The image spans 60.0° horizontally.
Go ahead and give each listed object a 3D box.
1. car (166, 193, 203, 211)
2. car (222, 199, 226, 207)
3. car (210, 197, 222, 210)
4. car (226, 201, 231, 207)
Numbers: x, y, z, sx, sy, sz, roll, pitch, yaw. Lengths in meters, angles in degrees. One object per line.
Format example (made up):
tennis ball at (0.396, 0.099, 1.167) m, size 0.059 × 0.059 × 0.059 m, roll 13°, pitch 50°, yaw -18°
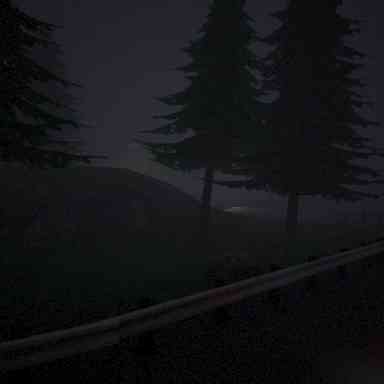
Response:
car at (-0.860, 1.335, 39.731) m, size 4.553 × 1.767 × 2.097 m, roll 0°, pitch 0°, yaw 36°
car at (1.402, 1.199, 46.730) m, size 5.566 × 2.045 × 2.150 m, roll 0°, pitch 0°, yaw 36°
car at (1.010, 1.510, 42.697) m, size 4.674 × 1.442 × 1.812 m, roll 0°, pitch 0°, yaw 36°
car at (3.695, 1.544, 49.391) m, size 4.181 × 1.385 × 1.994 m, roll 0°, pitch 0°, yaw 36°
